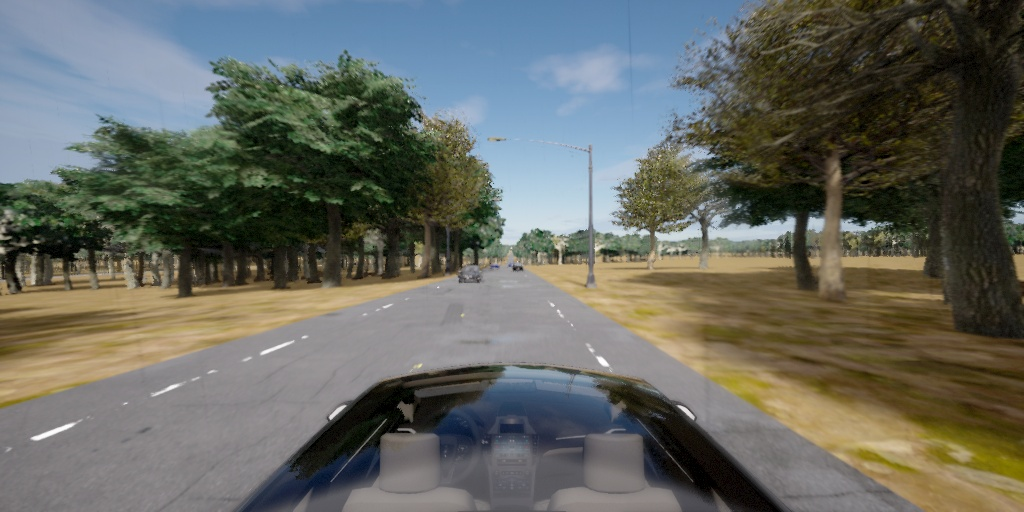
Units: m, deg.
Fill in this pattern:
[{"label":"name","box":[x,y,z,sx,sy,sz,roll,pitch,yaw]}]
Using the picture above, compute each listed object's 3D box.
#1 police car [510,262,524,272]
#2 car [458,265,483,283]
[{"label":"police car","box":[1.048,1.898,62.483,1.930,1.638,5.238,0,-1,0]},{"label":"car","box":[-3.585,1.573,31.512,1.837,1.490,4.892,0,-1,0]}]
